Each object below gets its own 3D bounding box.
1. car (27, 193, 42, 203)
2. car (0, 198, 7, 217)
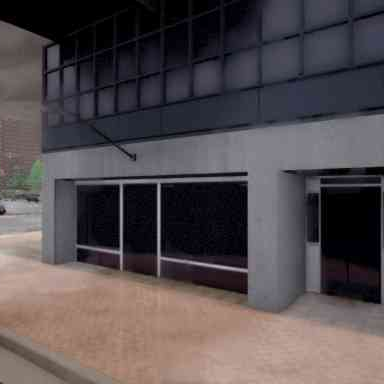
[{"bbox_3d":[-30.160,1.153,64.684,4.605,1.855,1.932,0,0,35],"label":"car"},{"bbox_3d":[-17.822,1.491,27.153,2.128,1.511,4.902,0,0,36],"label":"car"}]
